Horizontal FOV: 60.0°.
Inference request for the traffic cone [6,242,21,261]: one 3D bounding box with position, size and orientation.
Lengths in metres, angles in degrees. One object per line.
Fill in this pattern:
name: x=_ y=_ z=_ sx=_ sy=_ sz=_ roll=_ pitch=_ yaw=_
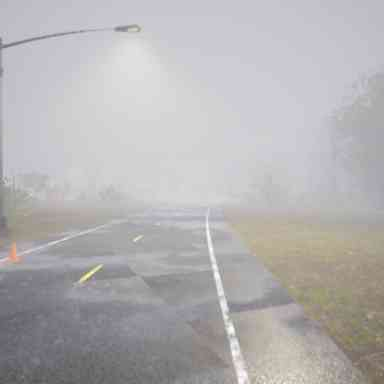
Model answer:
traffic cone: x=-5.943 y=1.978 z=11.108 sx=0.340 sy=0.580 sz=0.340 roll=0 pitch=0 yaw=1
